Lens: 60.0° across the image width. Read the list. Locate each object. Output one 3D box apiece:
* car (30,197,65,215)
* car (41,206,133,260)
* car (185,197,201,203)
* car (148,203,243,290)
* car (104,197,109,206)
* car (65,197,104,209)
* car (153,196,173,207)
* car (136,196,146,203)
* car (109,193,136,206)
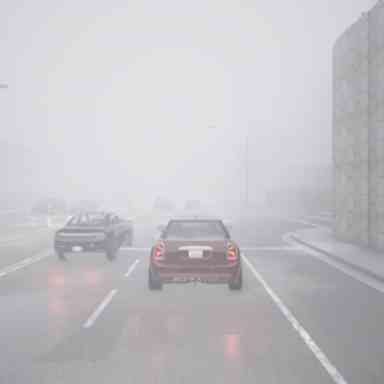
[{"bbox_3d":[-14.102,1.310,33.021,2.097,1.767,4.553,0,0,0],"label":"car"},{"bbox_3d":[-3.410,1.476,12.320,2.128,1.511,4.902,0,0,0],"label":"car"},{"bbox_3d":[0.096,1.424,41.860,1.882,1.535,5.008,0,0,0],"label":"car"},{"bbox_3d":[0.082,1.340,9.238,2.097,1.767,4.553,0,0,0],"label":"car"},{"bbox_3d":[-14.080,1.482,52.194,2.033,1.411,5.357,0,0,0],"label":"car"},{"bbox_3d":[-10.602,1.463,33.124,1.837,1.490,4.892,0,0,0],"label":"car"},{"bbox_3d":[-3.404,1.301,40.014,2.097,1.767,4.553,0,0,0],"label":"car"},{"bbox_3d":[-10.520,1.474,66.750,1.994,1.385,4.181,0,0,0],"label":"car"},{"bbox_3d":[-10.590,1.159,51.082,2.150,2.045,5.566,0,0,0],"label":"car"}]
